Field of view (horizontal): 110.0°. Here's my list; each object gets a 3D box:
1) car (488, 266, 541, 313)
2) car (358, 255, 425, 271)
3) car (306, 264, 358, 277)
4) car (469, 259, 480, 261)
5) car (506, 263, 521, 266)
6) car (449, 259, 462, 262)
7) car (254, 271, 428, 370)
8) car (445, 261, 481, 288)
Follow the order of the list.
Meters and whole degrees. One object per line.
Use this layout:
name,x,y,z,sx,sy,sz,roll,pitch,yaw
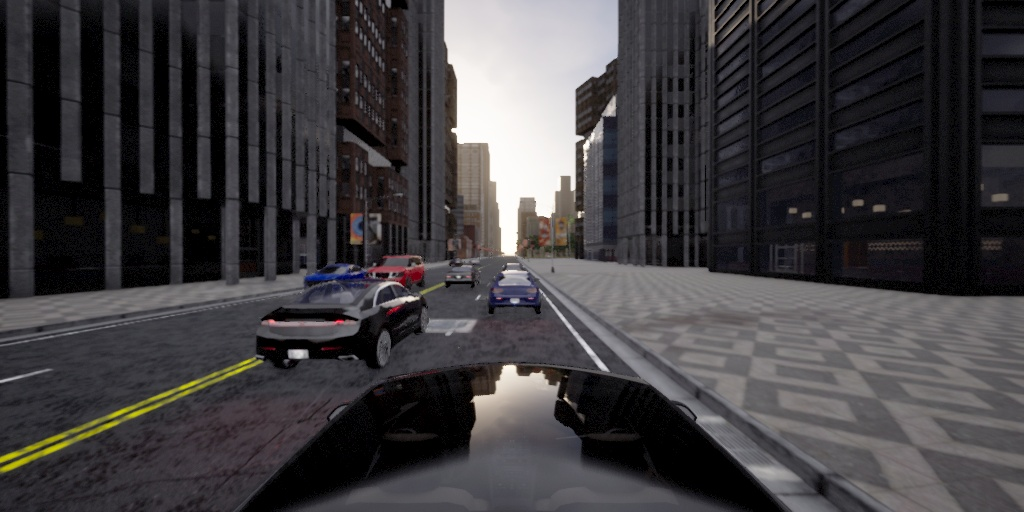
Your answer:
car,0.090,1.271,13.840,1.812,1.442,4.674,0,0,0
car,-6.591,0.959,20.871,2.150,2.045,5.566,0,0,0
car,-9.840,1.216,20.469,1.882,1.535,5.008,0,0,0
car,-6.506,1.200,62.784,1.994,1.385,4.181,0,0,1
car,0.112,1.287,29.481,1.994,1.385,4.181,0,0,0
car,-9.744,1.185,62.697,2.033,1.411,5.357,0,0,1
car,-3.153,1.239,7.723,2.128,1.511,4.902,0,0,0
car,-3.142,1.281,23.606,2.033,1.411,5.357,0,0,0
